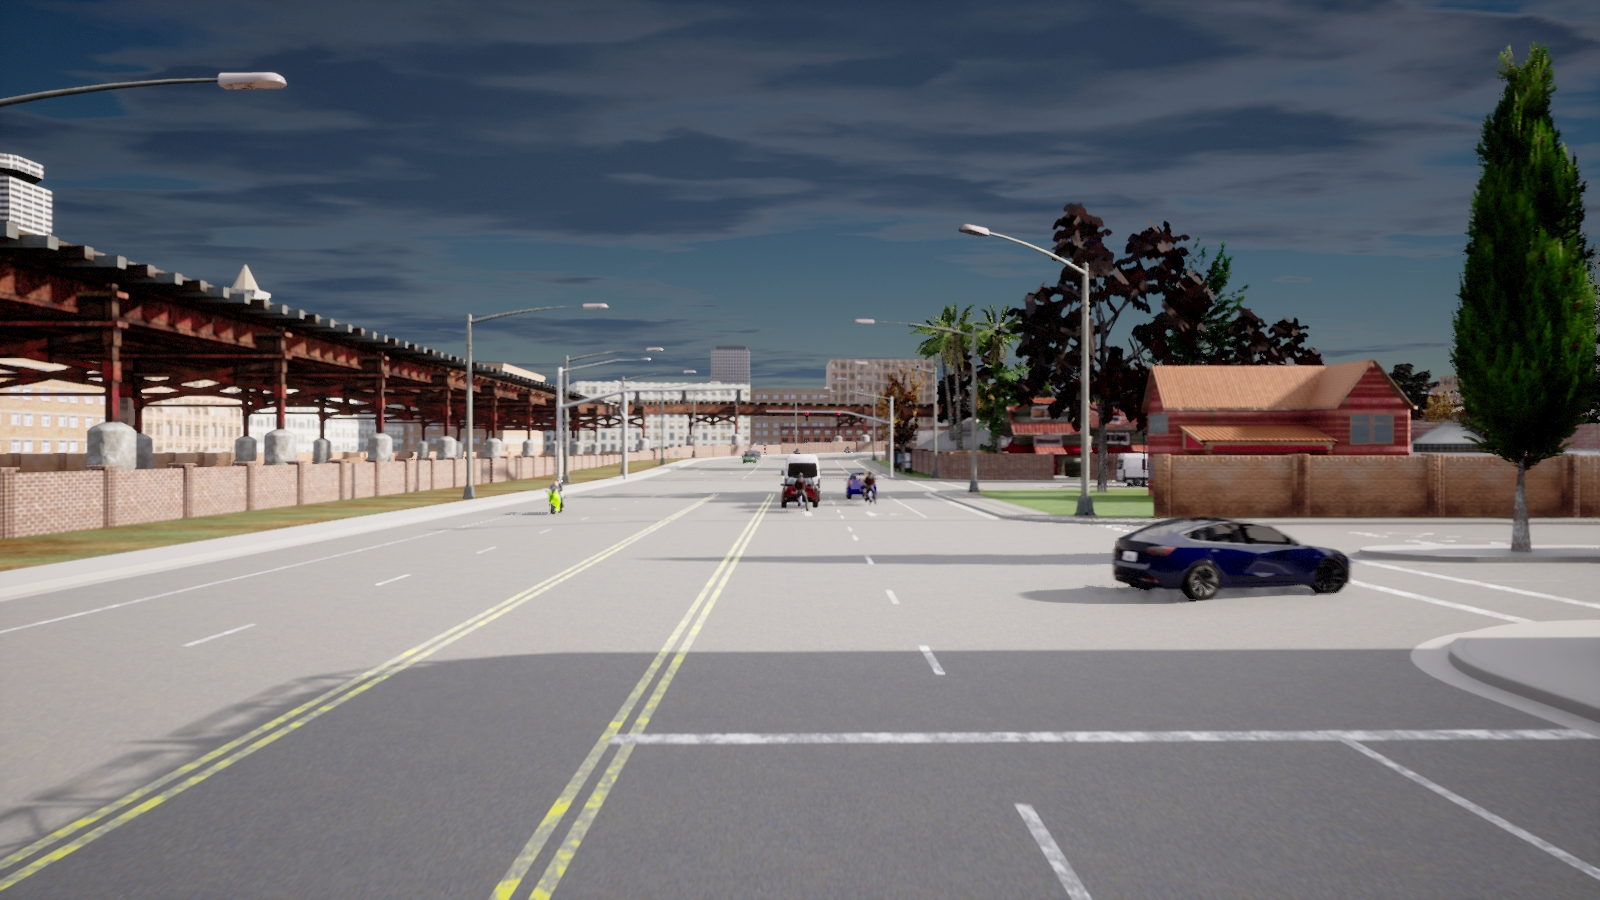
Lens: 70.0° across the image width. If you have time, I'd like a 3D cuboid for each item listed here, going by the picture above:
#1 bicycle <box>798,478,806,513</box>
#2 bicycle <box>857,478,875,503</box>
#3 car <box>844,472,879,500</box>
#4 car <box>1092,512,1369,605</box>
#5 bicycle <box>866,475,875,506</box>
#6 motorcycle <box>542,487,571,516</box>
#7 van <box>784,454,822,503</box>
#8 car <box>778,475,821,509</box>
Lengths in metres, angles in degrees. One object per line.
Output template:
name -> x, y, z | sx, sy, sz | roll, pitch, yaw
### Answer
bicycle -> 0.075, 2.040, 51.135 | 0.329, 1.496, 1.835 | -1, 0, 0
bicycle -> 3.527, 2.139, 61.047 | 0.859, 1.301, 1.487 | 0, 0, -1
car -> 3.497, 2.031, 65.642 | 1.845, 1.501, 3.633 | 0, 0, 0
car -> 8.417, 2.060, 22.407 | 4.792, 1.488, 2.163 | 0, 0, -19
bicycle -> 3.536, 2.042, 57.418 | 0.329, 1.496, 1.835 | 0, 0, 0
motorcycle -> -10.473, 2.208, 49.175 | 0.803, 1.145, 2.033 | 0, 0, 0
van -> 0.098, 1.528, 63.322 | 1.988, 2.561, 5.915 | 0, 0, -1
car -> -0.011, 2.034, 56.342 | 2.007, 1.525, 4.514 | 0, 0, 0
